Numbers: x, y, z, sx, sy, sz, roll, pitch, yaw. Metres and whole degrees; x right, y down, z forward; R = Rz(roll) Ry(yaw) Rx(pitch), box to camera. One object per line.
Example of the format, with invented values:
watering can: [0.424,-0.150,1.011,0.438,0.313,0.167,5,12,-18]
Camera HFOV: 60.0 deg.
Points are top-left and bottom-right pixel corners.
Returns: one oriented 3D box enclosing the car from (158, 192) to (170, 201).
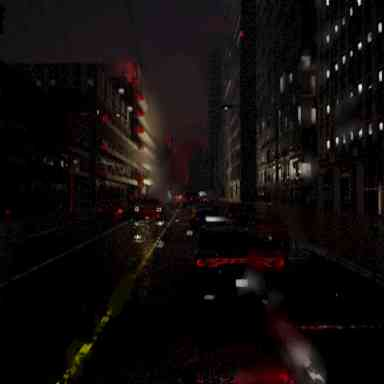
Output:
car: [-5.790,0.929,69.219,2.192,1.841,5.009,1,0,0]

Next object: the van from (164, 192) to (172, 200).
van: [-5.781,0.891,80.313,1.690,1.788,3.998,1,0,0]

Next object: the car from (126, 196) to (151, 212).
car: [-5.734,1.243,35.941,1.967,1.590,4.097,1,0,0]

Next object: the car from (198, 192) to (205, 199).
car: [2.553,0.925,91.510,1.967,1.590,4.097,1,0,0]

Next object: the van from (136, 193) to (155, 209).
van: [-5.741,1.112,41.487,1.690,1.788,3.998,1,0,0]

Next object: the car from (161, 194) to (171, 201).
car: [-5.810,1.109,74.596,1.752,1.417,4.829,1,0,0]

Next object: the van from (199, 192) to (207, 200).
van: [2.574,0.891,80.414,1.690,1.788,3.998,1,0,0]

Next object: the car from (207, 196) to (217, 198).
car: [2.653,1.378,30.484,1.887,1.381,4.507,1,0,0]

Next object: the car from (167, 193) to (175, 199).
car: [-5.796,1.067,91.406,1.802,1.307,4.206,1,0,0]

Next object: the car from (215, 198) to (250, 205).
car: [2.674,1.335,19.387,1.967,1.590,4.097,1,0,0]

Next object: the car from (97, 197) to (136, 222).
car: [-5.716,1.305,24.846,1.967,1.590,4.097,1,0,0]

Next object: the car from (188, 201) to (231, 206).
car: [0.849,1.426,18.315,1.812,1.442,4.674,0,0,0]

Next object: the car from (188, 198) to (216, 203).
car: [0.807,1.394,24.313,1.812,1.442,4.674,0,0,0]

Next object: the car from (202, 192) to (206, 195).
car: [2.616,1.232,52.845,1.752,1.417,4.829,1,0,0]

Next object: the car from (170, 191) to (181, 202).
car: [-3.134,0.980,66.885,2.097,1.767,4.553,0,0,0]

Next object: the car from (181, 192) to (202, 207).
car: [-0.063,0.968,45.514,2.150,2.045,5.566,0,0,0]

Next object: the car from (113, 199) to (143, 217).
car: [-5.727,1.378,30.394,1.887,1.381,4.507,1,0,0]

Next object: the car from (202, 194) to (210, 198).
car: [2.634,1.321,41.579,2.008,1.369,4.403,1,0,0]

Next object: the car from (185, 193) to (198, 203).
car: [-0.099,1.025,58.890,2.097,1.767,4.553,0,0,0]

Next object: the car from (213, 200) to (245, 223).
car: [2.663,1.409,24.936,1.887,1.381,4.507,1,0,0]

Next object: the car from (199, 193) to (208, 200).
car: [2.581,1.022,74.866,1.967,1.590,4.097,1,0,0]

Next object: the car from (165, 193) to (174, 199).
car: [-5.786,1.044,85.690,1.752,1.417,4.829,1,0,0]

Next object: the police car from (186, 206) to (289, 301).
police car: [0.885,1.379,8.423,1.930,1.638,5.238,0,0,0]

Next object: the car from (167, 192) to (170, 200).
car: [-5.780,1.086,63.673,1.967,1.590,4.097,1,0,0]

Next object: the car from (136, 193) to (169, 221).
car: [-3.142,1.213,25.522,2.097,1.767,4.553,0,0,0]
